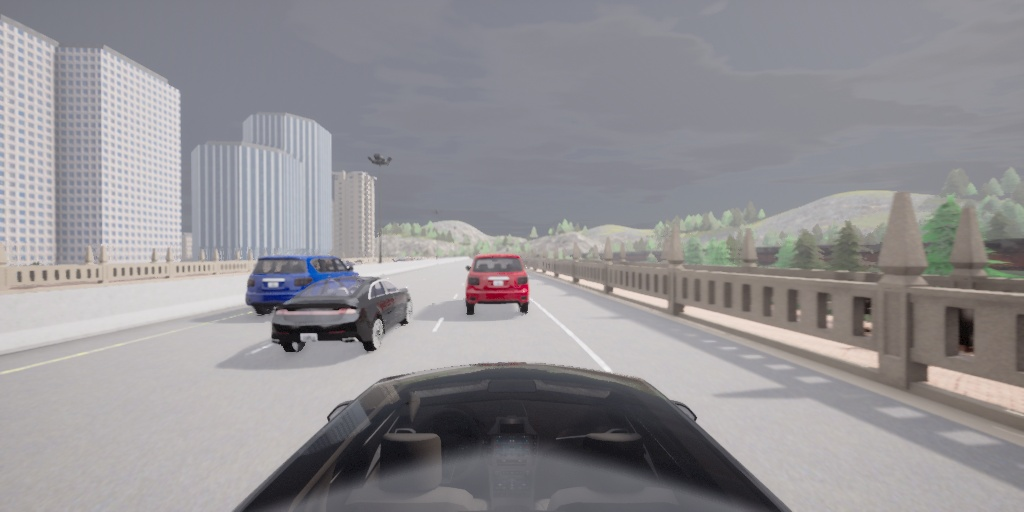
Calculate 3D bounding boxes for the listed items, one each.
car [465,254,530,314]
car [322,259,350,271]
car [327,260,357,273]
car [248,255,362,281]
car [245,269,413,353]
[{"bbox_3d":[-0.623,0.942,13.928,2.150,2.045,5.566,0,0,-4],"label":"car"},{"bbox_3d":[-25.022,1.235,51.160,1.882,1.535,5.008,0,0,-4],"label":"car"},{"bbox_3d":[-20.947,1.278,44.423,1.812,1.442,4.674,0,0,-5],"label":"car"},{"bbox_3d":[-7.629,0.982,13.819,2.150,2.045,5.566,0,0,-5],"label":"car"},{"bbox_3d":[-3.805,1.244,8.891,2.128,1.511,4.902,0,0,-3],"label":"car"}]
